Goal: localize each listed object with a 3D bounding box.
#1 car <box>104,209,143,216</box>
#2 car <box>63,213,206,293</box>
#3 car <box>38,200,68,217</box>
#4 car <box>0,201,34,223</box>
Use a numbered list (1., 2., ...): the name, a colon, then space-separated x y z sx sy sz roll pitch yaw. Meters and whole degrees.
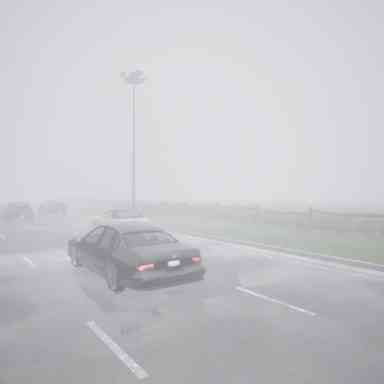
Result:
1. car: -3.980 1.600 18.232 1.895 1.301 4.718 0 0 -35
2. car: -1.821 1.547 9.036 2.033 1.411 5.357 0 0 -35
3. car: -13.133 1.504 31.320 1.837 1.490 4.892 0 0 -35
4. car: -13.712 1.502 26.039 1.837 1.490 4.892 0 -1 -35
